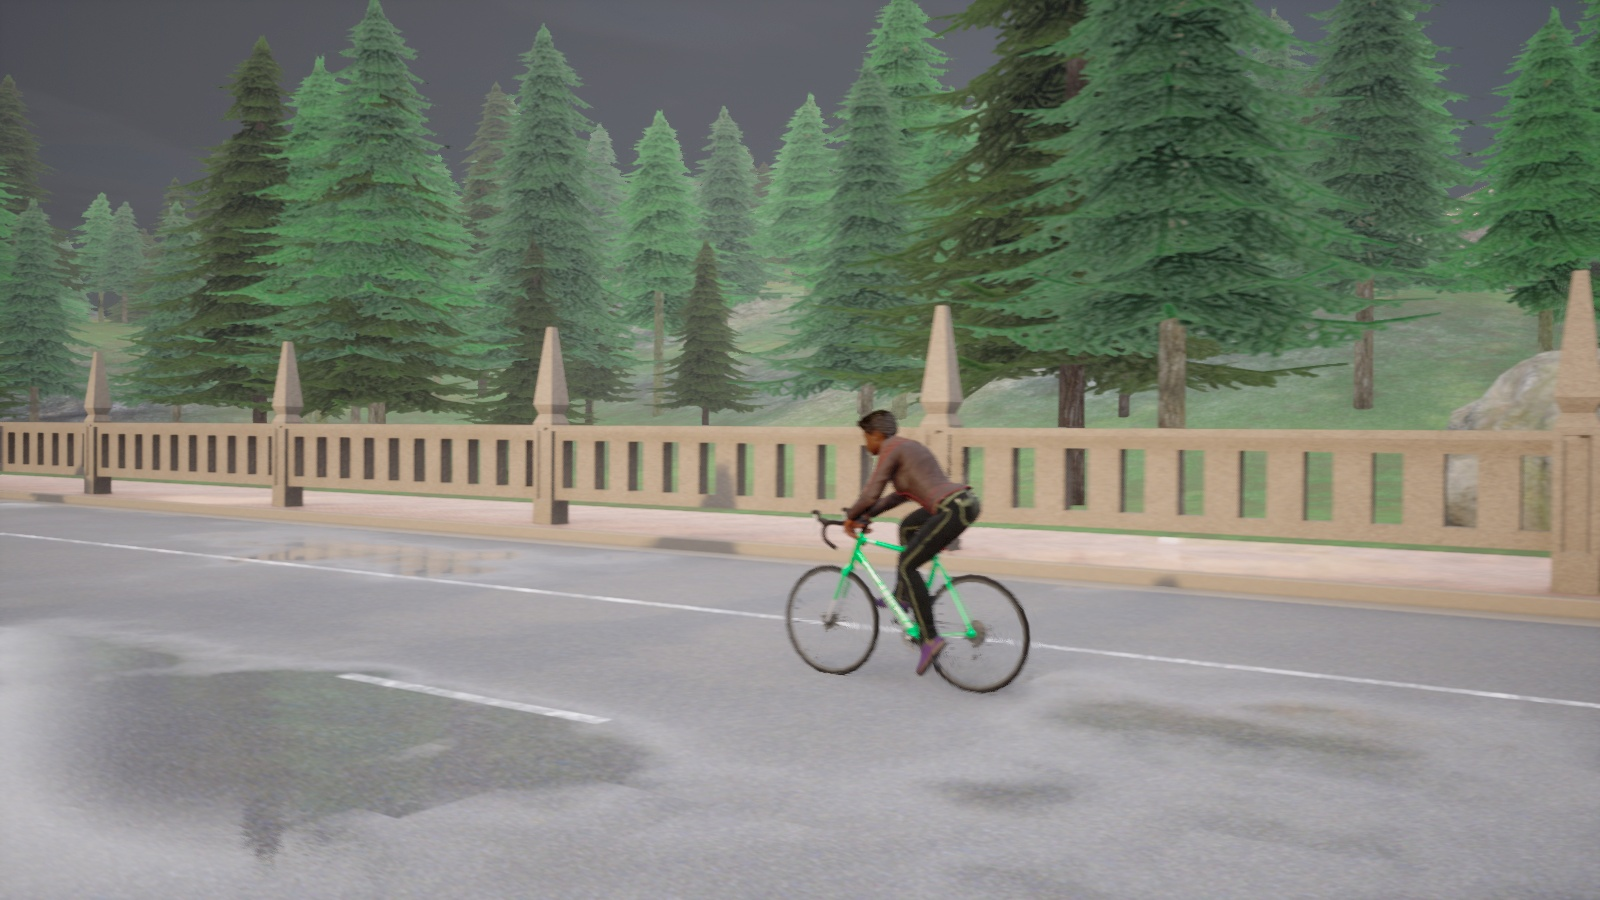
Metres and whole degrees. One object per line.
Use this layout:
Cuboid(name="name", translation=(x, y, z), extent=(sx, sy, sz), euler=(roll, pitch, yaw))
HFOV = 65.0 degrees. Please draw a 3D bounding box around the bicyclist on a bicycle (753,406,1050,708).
Cuboid(name="bicyclist on a bicycle", translation=(0.575, 0.577, 7.442), extent=(1.656, 1.620, 0.582), euler=(-1, 1, 34))
